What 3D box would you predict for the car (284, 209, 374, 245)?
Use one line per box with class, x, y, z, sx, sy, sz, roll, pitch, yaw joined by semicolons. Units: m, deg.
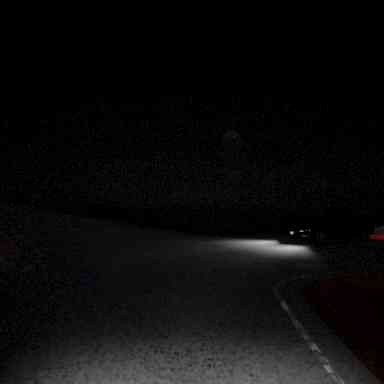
car;6.820;1.646;16.473;4.892;1.490;1.837;-1;0;-25
